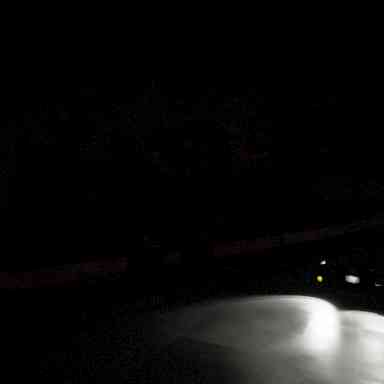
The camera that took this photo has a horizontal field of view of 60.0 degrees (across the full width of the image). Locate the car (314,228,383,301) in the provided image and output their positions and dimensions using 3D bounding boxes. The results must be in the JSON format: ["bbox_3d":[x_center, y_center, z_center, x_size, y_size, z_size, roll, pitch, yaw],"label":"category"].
[{"bbox_3d":[4.770,1.594,8.054,4.181,1.385,1.994,0,0,-41],"label":"car"}]
